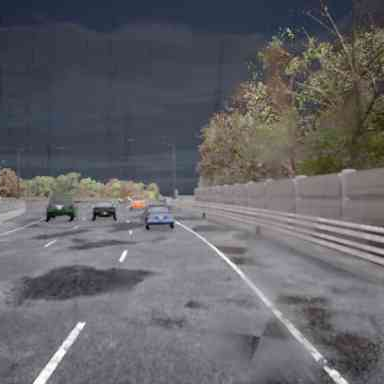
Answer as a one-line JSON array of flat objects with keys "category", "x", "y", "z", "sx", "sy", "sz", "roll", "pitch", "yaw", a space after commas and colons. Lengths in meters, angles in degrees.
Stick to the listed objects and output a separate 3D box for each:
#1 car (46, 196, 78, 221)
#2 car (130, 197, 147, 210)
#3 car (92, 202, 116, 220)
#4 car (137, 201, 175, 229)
[{"category": "car", "x": -11.150, "y": 1.350, "z": 28.704, "sx": 2.150, "sy": 2.045, "sz": 5.566, "roll": 0, "pitch": 0, "yaw": -16}, {"category": "car", "x": -7.286, "y": 1.488, "z": 45.338, "sx": 2.097, "sy": 1.767, "sz": 4.553, "roll": 0, "pitch": 0, "yaw": -8}, {"category": "car", "x": -7.758, "y": 1.586, "z": 29.420, "sx": 1.882, "sy": 1.535, "sz": 5.008, "roll": 0, "pitch": 0, "yaw": -16}, {"category": "car", "x": -2.356, "y": 1.607, "z": 22.335, "sx": 2.033, "sy": 1.411, "sz": 5.357, "roll": 0, "pitch": 0, "yaw": -12}]
